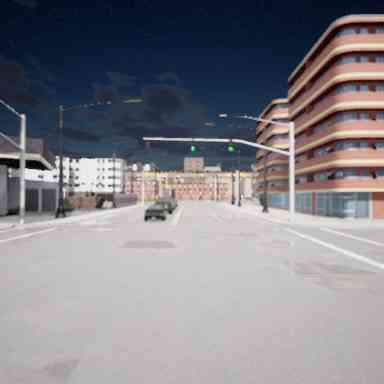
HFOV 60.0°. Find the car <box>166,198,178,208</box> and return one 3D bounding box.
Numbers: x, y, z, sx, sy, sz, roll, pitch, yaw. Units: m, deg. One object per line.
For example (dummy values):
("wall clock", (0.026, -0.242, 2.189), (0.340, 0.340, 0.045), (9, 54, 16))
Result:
("car", (-3.747, 2.009, 62.330), (2.097, 1.767, 4.553), (0, -1, 0))

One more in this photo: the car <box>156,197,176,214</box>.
("car", (-3.498, 1.657, 41.253), (2.150, 2.045, 5.566), (0, -1, -1))

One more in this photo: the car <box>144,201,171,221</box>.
("car", (-3.342, 1.876, 31.065), (2.033, 1.411, 5.357), (0, -1, -2))

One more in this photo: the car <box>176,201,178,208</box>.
("car", (-3.615, 1.894, 51.325), (2.097, 1.767, 4.553), (0, -1, 0))
